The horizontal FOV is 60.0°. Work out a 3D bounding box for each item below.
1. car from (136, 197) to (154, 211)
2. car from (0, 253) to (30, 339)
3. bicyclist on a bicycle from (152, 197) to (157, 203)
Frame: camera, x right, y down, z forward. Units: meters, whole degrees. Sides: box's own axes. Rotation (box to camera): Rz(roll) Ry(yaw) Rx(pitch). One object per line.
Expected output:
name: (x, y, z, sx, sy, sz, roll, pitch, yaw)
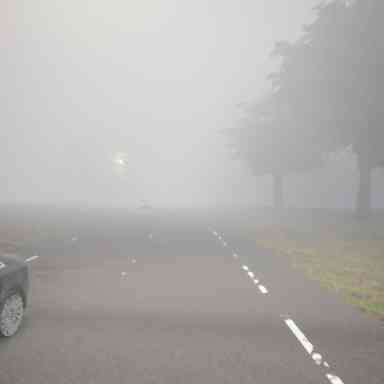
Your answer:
car: (-6.100, 1.608, 43.795, 1.882, 1.535, 5.008, 0, 0, -6)
car: (-3.660, 1.493, 3.754, 2.128, 1.511, 4.902, 0, 0, -1)
bicyclist on a bicycle: (-9.973, 2.207, 93.089, 0.866, 1.612, 1.509, 1, -2, -13)
